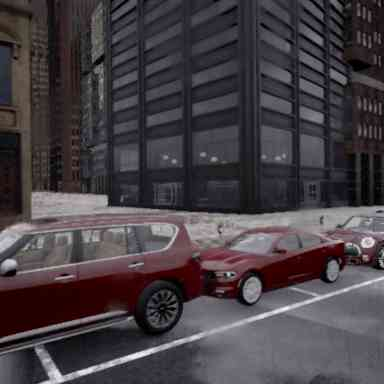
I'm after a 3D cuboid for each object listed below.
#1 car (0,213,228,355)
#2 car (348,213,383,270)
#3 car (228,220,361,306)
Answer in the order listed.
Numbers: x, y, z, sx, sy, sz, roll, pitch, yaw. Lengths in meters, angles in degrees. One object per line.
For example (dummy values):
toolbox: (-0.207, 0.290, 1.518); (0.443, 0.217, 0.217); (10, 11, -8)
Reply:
car: (-2.099, 1.314, 5.169); (5.009, 1.841, 2.192); (0, -1, -36)
car: (5.856, 1.428, 10.845); (4.097, 1.590, 1.967); (0, -1, -36)
car: (1.880, 1.538, 8.005); (4.507, 1.381, 1.887); (0, -1, -36)
